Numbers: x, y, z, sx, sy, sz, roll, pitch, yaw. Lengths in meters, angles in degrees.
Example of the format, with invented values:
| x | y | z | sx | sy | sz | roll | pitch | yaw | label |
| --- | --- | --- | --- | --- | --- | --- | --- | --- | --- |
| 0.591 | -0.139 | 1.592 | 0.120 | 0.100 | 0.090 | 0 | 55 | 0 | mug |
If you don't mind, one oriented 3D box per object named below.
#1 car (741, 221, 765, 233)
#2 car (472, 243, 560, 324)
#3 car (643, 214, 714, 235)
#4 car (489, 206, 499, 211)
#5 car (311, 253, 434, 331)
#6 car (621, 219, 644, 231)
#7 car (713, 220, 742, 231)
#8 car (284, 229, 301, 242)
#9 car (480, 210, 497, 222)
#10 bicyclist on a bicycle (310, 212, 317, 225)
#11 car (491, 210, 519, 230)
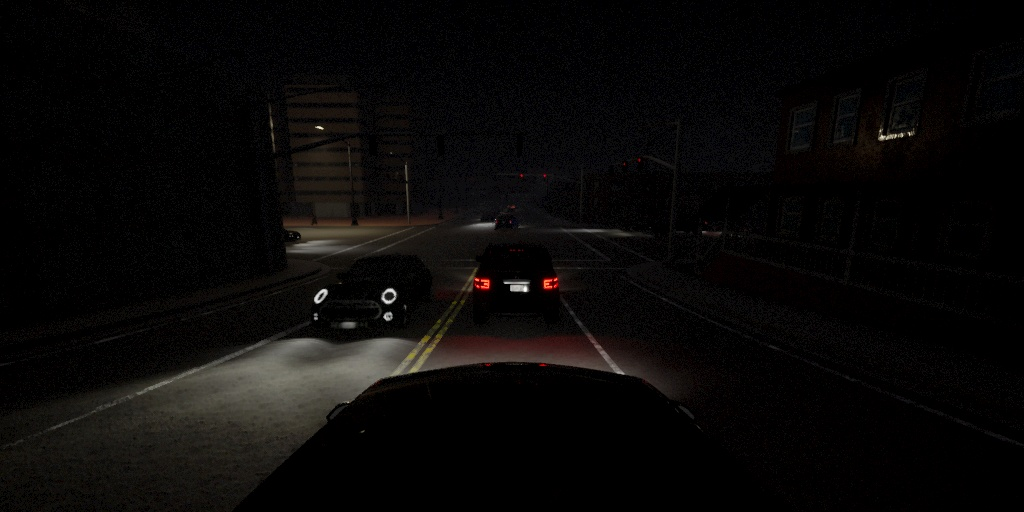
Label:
| x | y | z | sx | sy | sz | roll | pitch | yaw | label |
| --- | --- | --- | --- | --- | --- | --- | --- | --- | --- |
| 26.691 | -2.959 | 36.642 | 4.674 | 1.442 | 1.812 | 0 | 10 | 0 | car |
| 0.068 | 0.605 | 10.697 | 2.150 | 2.045 | 5.566 | 0 | 4 | -1 | car |
| 16.895 | -3.265 | 36.611 | 5.566 | 2.045 | 2.150 | 0 | 10 | 0 | car |
| -3.692 | -7.428 | 62.823 | 1.812 | 1.442 | 4.674 | 0 | 10 | 0 | car |
| -3.644 | 0.784 | 10.154 | 2.097 | 1.767 | 4.553 | 0 | 4 | -1 | car |
| 14.774 | -3.482 | 40.138 | 4.718 | 1.301 | 1.895 | 0 | 10 | 0 | car |
| 23.853 | -3.550 | 40.093 | 4.674 | 1.442 | 1.812 | 0 | 10 | 0 | car |
| -20.091 | -1.796 | 29.590 | 4.892 | 1.490 | 1.837 | 0 | 10 | 0 | car |
| -3.699 | -5.862 | 54.075 | 1.895 | 1.301 | 4.718 | 0 | 10 | 0 | car |
| -25.354 | -4.769 | 45.819 | 0.582 | 1.620 | 1.656 | 0 | 10 | 0 | bicyclist on a bicycle |
| -0.547 | -4.098 | 42.237 | 2.097 | 1.767 | 4.553 | 2 | 10 | 11 | car |
